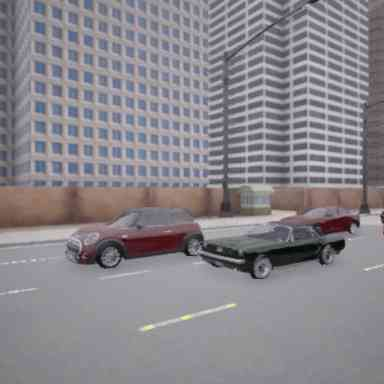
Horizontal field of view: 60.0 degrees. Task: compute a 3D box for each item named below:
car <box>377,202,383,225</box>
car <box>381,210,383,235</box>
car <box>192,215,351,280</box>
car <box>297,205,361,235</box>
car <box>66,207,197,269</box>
[{"bbox_3d":[15.094,1.451,23.195,5.008,1.535,1.882,0,0,-35],"label":"car"},{"bbox_3d":[11.281,1.333,16.210,4.553,1.767,2.097,0,0,-35],"label":"car"},{"bbox_3d":[2.532,1.592,10.061,4.718,1.301,1.895,0,0,-35],"label":"car"},{"bbox_3d":[6.747,1.460,17.316,5.008,1.535,1.882,0,0,-34],"label":"car"},{"bbox_3d":[-1.809,1.344,11.279,4.553,1.767,2.097,0,0,-35],"label":"car"}]
